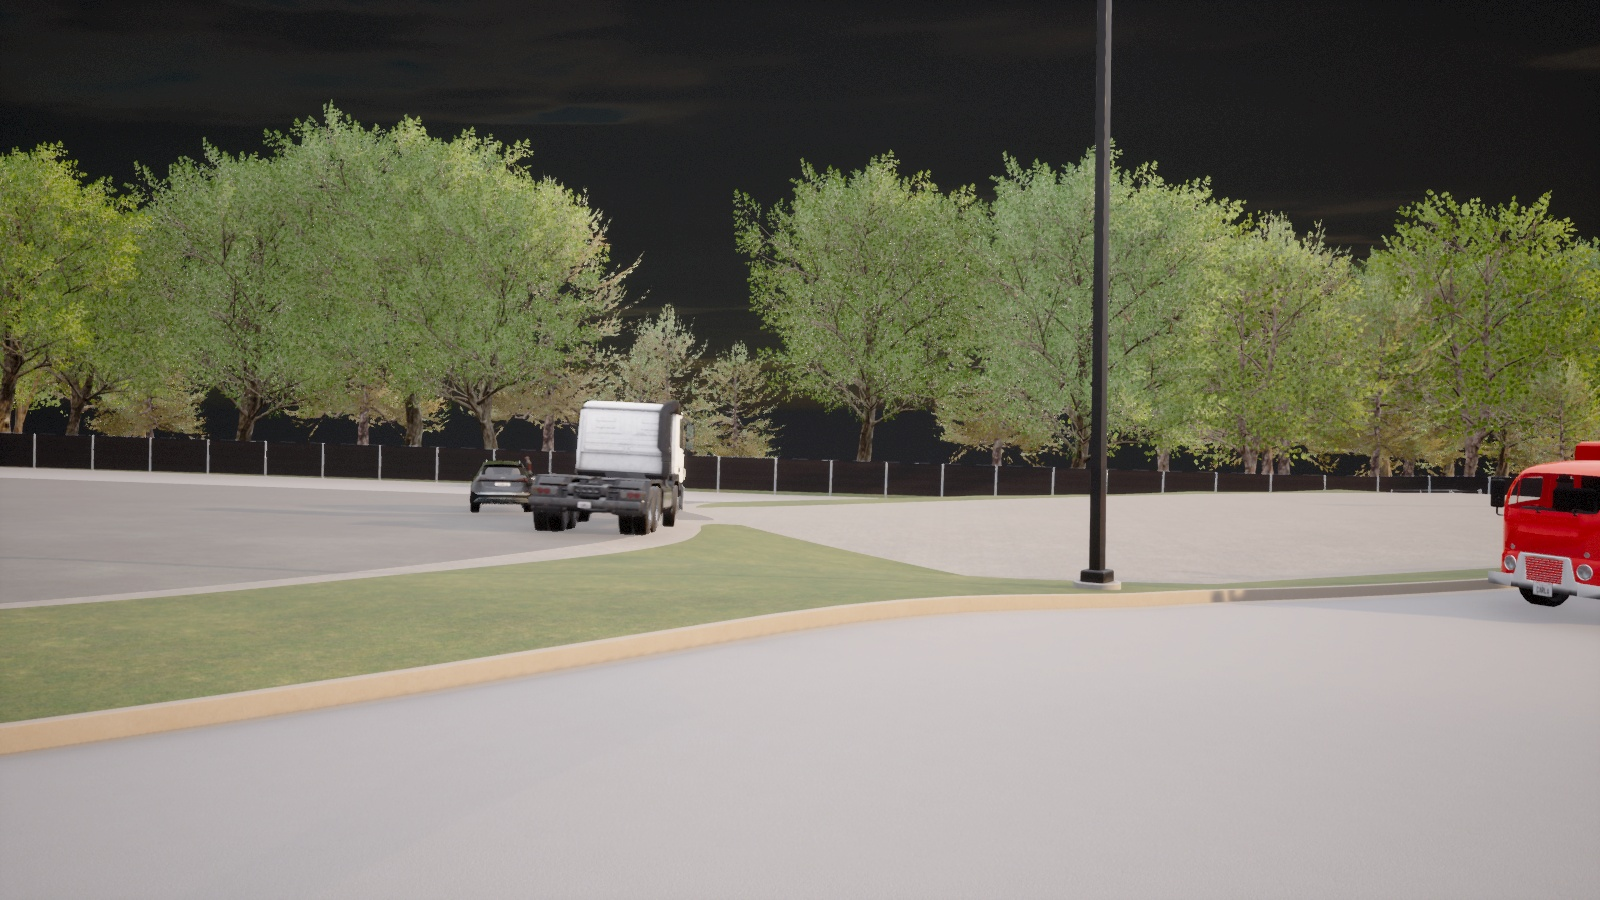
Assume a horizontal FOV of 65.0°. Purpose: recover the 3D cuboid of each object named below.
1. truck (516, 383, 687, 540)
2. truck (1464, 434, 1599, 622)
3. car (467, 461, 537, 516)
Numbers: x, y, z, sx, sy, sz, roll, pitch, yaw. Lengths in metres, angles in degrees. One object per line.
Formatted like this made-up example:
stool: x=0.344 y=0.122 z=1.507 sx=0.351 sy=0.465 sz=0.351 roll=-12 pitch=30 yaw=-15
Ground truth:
truck: x=-4.899 y=0.327 z=32.716 sx=2.891 sy=3.462 sz=7.936 roll=3 pitch=-1 yaw=1
truck: x=12.801 y=1.018 z=18.328 sx=5.204 sy=2.467 sz=2.627 roll=0 pitch=2 yaw=-20
car: x=-9.641 y=1.203 z=40.552 sx=2.033 sy=1.649 sz=4.856 roll=1 pitch=-1 yaw=-14
